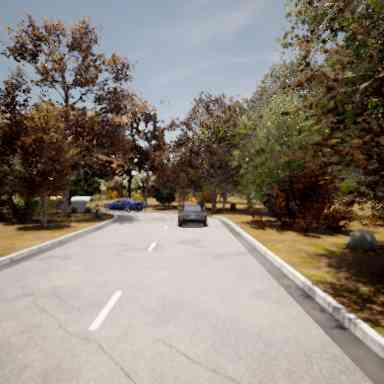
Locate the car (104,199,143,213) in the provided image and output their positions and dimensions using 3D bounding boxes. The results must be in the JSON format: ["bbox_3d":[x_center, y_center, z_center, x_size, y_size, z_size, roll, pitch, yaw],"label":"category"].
[{"bbox_3d":[-8.043,1.596,38.959,5.008,1.535,1.882,-1,-4,32],"label":"car"}]

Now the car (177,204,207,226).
[{"bbox_3d":[-0.010,1.545,23.293,1.994,1.385,4.181,0,0,-2],"label":"car"}]
